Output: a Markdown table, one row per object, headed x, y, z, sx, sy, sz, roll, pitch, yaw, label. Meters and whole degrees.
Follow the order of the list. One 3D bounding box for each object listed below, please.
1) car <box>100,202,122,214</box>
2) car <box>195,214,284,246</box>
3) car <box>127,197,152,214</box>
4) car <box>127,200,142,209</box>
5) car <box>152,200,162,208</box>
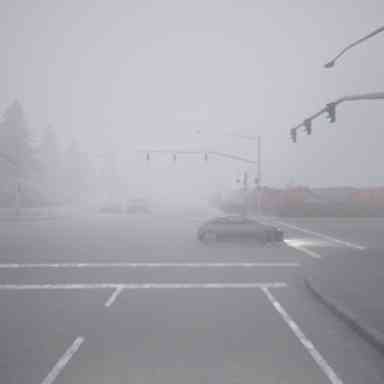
| x | y | z | sx | sy | sz | roll | pitch | yaw | label |
| --- | --- | --- | --- | --- | --- | --- | --- | --- | --- |
| -10.585 | 1.996 | 43.679 | 1.882 | 1.535 | 5.008 | 0 | -1 | 0 | car |
| 2.219 | 1.772 | 15.994 | 4.181 | 1.385 | 1.994 | 0 | -1 | 0 | car |
| -7.080 | 1.744 | 44.110 | 2.150 | 2.045 | 5.566 | 0 | -1 | 2 | car |
| -10.547 | 2.200 | 61.004 | 1.882 | 1.535 | 5.008 | 0 | -1 | 0 | car |
| -7.010 | 2.256 | 65.728 | 1.882 | 1.535 | 5.008 | 0 | -1 | 0 | car |
